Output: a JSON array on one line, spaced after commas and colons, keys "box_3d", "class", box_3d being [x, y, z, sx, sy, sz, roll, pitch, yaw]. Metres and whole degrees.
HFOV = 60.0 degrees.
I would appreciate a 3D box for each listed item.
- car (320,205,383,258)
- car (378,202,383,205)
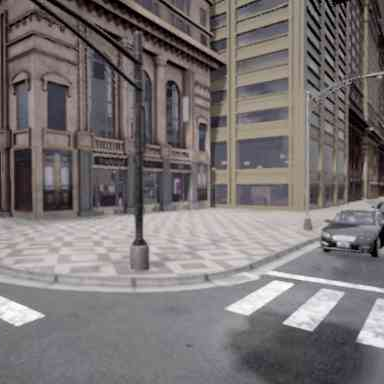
[{"box_3d": [6.455, 1.459, 12.930, 2.128, 1.511, 4.902, 1, 0, 37], "class": "car"}, {"box_3d": [14.177, 1.438, 23.867, 1.882, 1.535, 5.008, 1, 0, 35], "class": "car"}]
